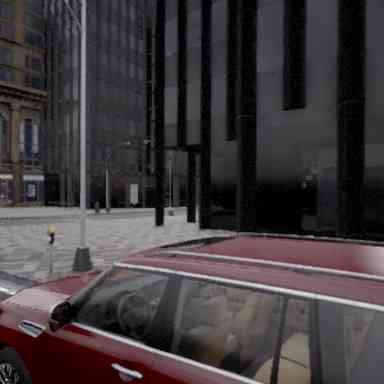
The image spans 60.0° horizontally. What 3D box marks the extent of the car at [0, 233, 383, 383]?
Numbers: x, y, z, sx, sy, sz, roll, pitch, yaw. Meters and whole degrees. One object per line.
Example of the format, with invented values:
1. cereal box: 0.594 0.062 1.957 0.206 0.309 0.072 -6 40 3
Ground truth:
1. car: 0.227 1.306 2.797 5.009 1.841 2.192 0 1 35
